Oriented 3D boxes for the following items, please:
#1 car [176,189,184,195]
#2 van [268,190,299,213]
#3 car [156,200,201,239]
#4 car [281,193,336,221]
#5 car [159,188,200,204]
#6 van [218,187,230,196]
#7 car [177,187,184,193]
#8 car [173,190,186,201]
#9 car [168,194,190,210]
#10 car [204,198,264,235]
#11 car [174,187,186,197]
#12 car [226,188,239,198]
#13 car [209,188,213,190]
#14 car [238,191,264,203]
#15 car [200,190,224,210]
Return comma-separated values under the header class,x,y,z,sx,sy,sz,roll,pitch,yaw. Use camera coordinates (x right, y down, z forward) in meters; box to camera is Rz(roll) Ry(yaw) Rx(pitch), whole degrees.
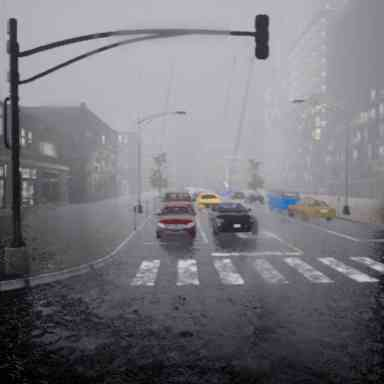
class,x,y,z,sx,sy,sz,roll,pitch,yaw
car,-2.676,-0.034,76.144,1.752,1.417,4.829,0,1,-2
van,7.301,0.722,26.658,1.690,1.788,3.998,0,1,-2
car,-0.716,1.264,15.298,1.802,1.307,4.206,0,1,-2
car,7.475,1.016,21.284,1.752,1.417,4.829,0,1,-2
car,-0.896,0.884,20.839,2.192,1.841,5.009,0,1,-2
van,6.230,0.042,59.939,1.690,1.788,3.998,0,1,-2
car,-3.217,-0.460,92.953,1.967,1.590,4.097,0,1,-2
car,-1.783,0.531,48.409,1.752,1.417,4.829,0,1,-2
car,-1.252,0.893,31.938,2.008,1.369,4.403,0,1,-2
car,1.848,1.209,16.053,1.994,1.385,4.181,-1,1,-2
car,-2.325,-0.022,65.215,2.192,1.841,5.009,0,1,-2
car,6.588,0.493,48.850,1.947,1.339,4.313,0,1,-2
car,5.694,-0.072,76.585,1.947,1.339,4.313,0,1,-2
car,6.944,0.705,37.756,2.008,1.369,4.403,0,1,-2
car,1.416,0.845,29.629,1.882,1.535,5.008,-1,1,-2
